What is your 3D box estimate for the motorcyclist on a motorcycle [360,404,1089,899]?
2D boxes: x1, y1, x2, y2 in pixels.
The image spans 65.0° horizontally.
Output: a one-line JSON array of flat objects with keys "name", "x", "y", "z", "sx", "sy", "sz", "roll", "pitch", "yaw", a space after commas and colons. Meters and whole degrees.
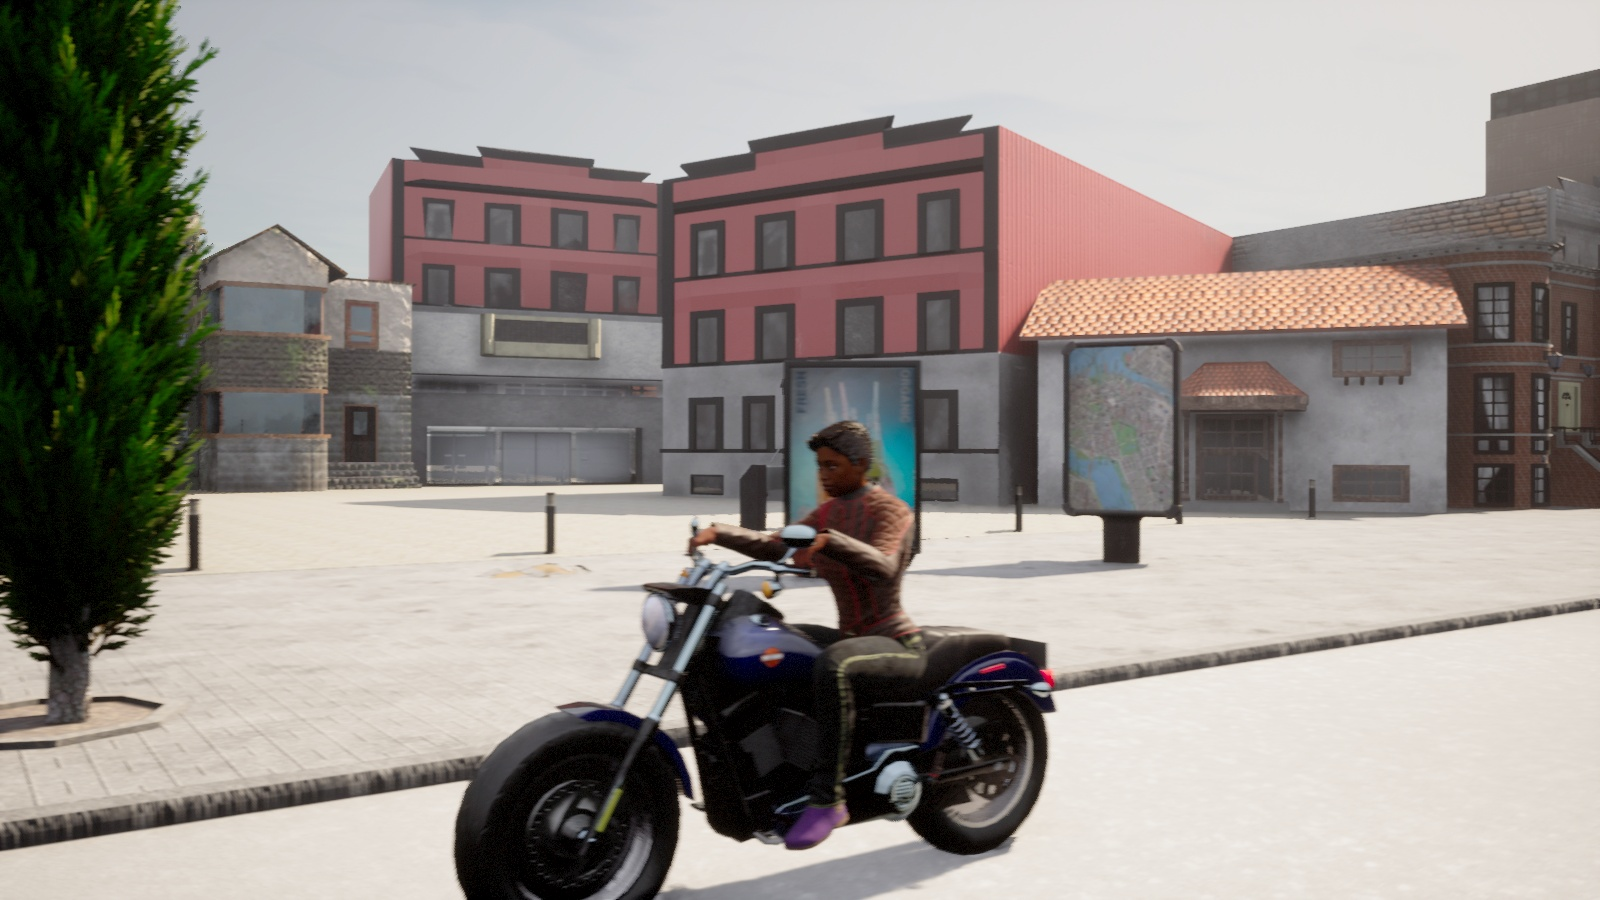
[{"name": "motorcyclist on a motorcycle", "x": -0.147, "y": 0.706, "z": 4.165, "sx": 2.350, "sy": 1.649, "sz": 0.766, "roll": 0, "pitch": 0, "yaw": -35}]
